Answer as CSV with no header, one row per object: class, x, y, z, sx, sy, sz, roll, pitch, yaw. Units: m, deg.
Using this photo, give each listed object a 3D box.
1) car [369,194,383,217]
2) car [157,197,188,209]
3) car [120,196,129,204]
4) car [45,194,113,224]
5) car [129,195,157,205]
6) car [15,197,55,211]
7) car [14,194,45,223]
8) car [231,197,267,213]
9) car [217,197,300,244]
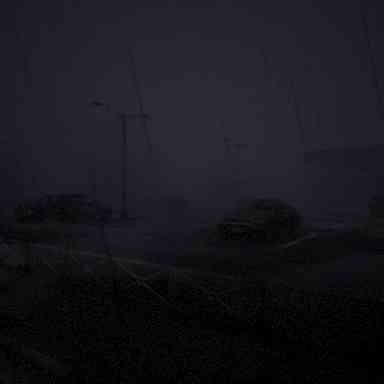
car,15.781,1.102,27.066,1.932,1.855,4.605,0,0,35
car,-2.067,1.305,40.704,1.845,1.501,3.633,0,0,35
car,-9.849,1.311,55.605,2.007,1.523,4.514,0,0,35
car,-7.282,1.073,22.151,1.905,1.878,3.866,0,0,35
car,-7.263,1.304,53.827,2.152,1.636,5.027,0,0,35
car,-18.212,1.363,38.709,1.970,1.475,3.806,0,0,35
car,-9.888,1.091,23.501,1.932,1.855,4.605,0,0,35
car,6.048,1.292,34.872,2.007,1.523,4.514,0,0,35
car,3.139,1.160,14.728,2.152,1.636,5.027,0,0,35
